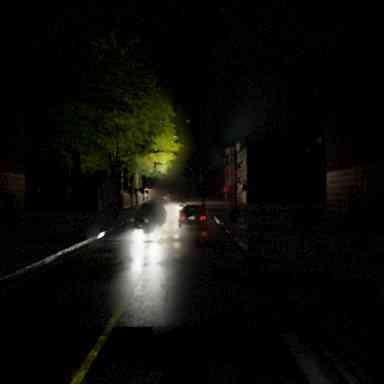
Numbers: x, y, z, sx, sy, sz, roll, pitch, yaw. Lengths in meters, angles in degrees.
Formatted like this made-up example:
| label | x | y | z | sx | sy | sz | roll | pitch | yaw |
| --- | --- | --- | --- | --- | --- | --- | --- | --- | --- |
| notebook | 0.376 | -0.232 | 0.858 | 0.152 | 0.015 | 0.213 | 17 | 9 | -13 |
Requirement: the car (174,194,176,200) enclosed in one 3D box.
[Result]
| label | x | y | z | sx | sy | sz | roll | pitch | yaw |
| --- | --- | --- | --- | --- | --- | --- | --- | --- | --- |
| car | -5.611 | 1.399 | 79.896 | 2.192 | 1.841 | 5.009 | 1 | 0 | 0 |

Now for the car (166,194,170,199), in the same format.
| label | x | y | z | sx | sy | sz | roll | pitch | yaw |
| --- | --- | --- | --- | --- | --- | --- | --- | --- | --- |
| car | -5.468 | 1.581 | 58.095 | 2.008 | 1.369 | 4.403 | 1 | 0 | 0 |

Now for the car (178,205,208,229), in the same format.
| label | x | y | z | sx | sy | sz | roll | pitch | yaw |
| --- | --- | --- | --- | --- | --- | --- | --- | --- | --- |
| car | 0.049 | 1.549 | 21.793 | 2.033 | 1.411 | 5.357 | 0 | 0 | 1 |

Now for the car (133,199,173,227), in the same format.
| label | x | y | z | sx | sy | sz | roll | pitch | yaw |
| --- | --- | --- | --- | --- | --- | --- | --- | --- | --- |
| car | -2.738 | 1.493 | 22.717 | 2.128 | 1.511 | 4.902 | 0 | 0 | 0 |

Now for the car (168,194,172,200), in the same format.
| label | x | y | z | sx | sy | sz | roll | pitch | yaw |
| --- | --- | --- | --- | --- | --- | --- | --- | --- | --- |
| car | -5.505 | 1.606 | 63.546 | 1.947 | 1.339 | 4.313 | 1 | 0 | 0 |

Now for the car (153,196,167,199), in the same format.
| label | x | y | z | sx | sy | sz | roll | pitch | yaw |
| --- | --- | --- | --- | --- | --- | --- | --- | --- | --- |
| car | -5.446 | 1.571 | 50.960 | 2.008 | 1.369 | 4.403 | 1 | 0 | 0 |

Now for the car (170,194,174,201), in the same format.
| label | x | y | z | sx | sy | sz | roll | pitch | yaw |
| --- | --- | --- | --- | --- | --- | --- | --- | --- | --- |
| car | -5.580 | 1.649 | 74.446 | 1.802 | 1.307 | 4.206 | 1 | 0 | 0 |
